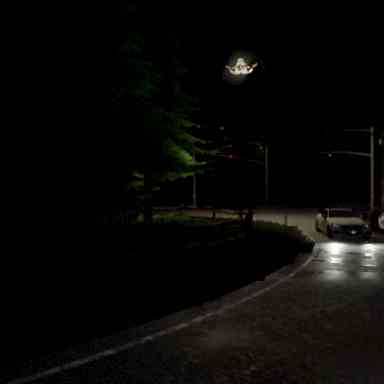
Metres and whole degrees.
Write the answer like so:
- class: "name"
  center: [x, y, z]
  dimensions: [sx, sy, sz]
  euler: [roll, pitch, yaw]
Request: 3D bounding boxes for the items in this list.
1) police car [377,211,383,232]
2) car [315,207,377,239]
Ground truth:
- class: "police car"
  center: [10.841, 1.508, 17.030]
  dimensions: [2.038, 1.542, 4.974]
  euler: [0, 0, 10]
- class: "car"
  center: [7.733, 1.551, 17.442]
  dimensions: [1.812, 1.442, 4.674]
  euler: [0, 0, 9]
